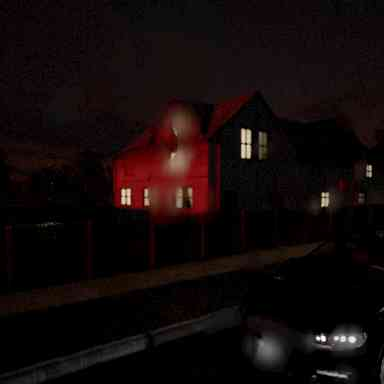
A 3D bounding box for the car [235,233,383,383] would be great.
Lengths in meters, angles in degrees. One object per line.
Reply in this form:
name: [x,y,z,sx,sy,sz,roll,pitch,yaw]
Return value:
car: [2.803,1.445,5.094,4.902,1.511,2.128,-1,0,-36]
